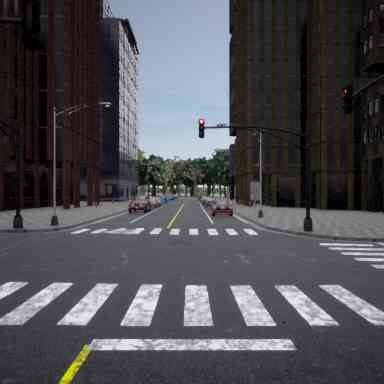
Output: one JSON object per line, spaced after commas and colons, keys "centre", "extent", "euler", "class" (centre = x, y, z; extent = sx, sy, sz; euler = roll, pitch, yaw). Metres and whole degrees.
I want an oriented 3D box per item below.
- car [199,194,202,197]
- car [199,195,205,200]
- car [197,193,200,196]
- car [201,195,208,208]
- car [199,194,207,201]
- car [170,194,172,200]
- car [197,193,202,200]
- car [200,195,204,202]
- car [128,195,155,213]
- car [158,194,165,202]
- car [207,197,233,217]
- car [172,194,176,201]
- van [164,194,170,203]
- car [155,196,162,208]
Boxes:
{"centre": [2.745, 1.542, 64.578], "extent": [1.752, 1.417, 4.829], "euler": [0, 0, 0], "class": "car"}
{"centre": [2.738, 1.560, 91.766], "extent": [1.752, 1.417, 4.829], "euler": [0, 0, 0], "class": "car"}
{"centre": [2.740, 1.341, 80.721], "extent": [2.192, 1.841, 5.009], "euler": [0, 0, 0], "class": "car"}
{"centre": [2.750, 1.560, 48.095], "extent": [2.008, 1.369, 4.403], "euler": [0, 0, 0], "class": "car"}
{"centre": [2.747, 1.559, 58.971], "extent": [1.887, 1.381, 4.507], "euler": [0, 0, 0], "class": "car"}
{"centre": [-5.782, 1.570, 69.844], "extent": [2.008, 1.369, 4.403], "euler": [0, 0, 0], "class": "car"}
{"centre": [2.742, 1.548, 75.453], "extent": [1.752, 1.417, 4.829], "euler": [0, 0, 0], "class": "car"}
{"centre": [2.748, 1.556, 53.533], "extent": [1.887, 1.381, 4.507], "euler": [0, 0, 0], "class": "car"}
{"centre": [-5.773, 1.320, 37.218], "extent": [2.192, 1.841, 5.009], "euler": [0, 0, 0], "class": "car"}
{"centre": [-5.777, 1.537, 53.361], "extent": [1.752, 1.417, 4.829], "euler": [0, 0, 0], "class": "car"}
{"centre": [2.754, 1.444, 31.783], "extent": [1.967, 1.590, 4.097], "euler": [0, 0, 0], "class": "car"}
{"centre": [-5.786, 1.596, 86.156], "extent": [1.947, 1.339, 4.313], "euler": [0, 0, 0], "class": "car"}
{"centre": [-5.780, 1.358, 64.406], "extent": [1.690, 1.788, 3.998], "euler": [0, 0, 0], "class": "van"}
{"centre": [-5.776, 1.591, 48.093], "extent": [1.802, 1.307, 4.206], "euler": [0, 0, 0], "class": "car"}
